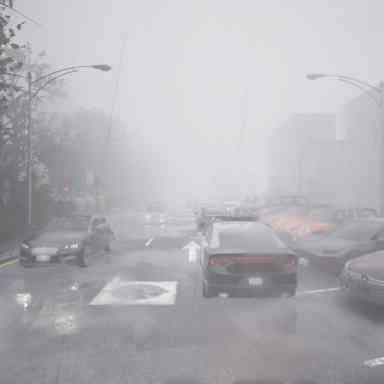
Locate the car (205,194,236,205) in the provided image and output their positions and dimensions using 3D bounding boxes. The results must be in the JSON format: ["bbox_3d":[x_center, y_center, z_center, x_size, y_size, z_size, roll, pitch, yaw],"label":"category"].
[{"bbox_3d":[5.469,1.391,63.913,5.566,2.045,2.435,1,0,-20],"label":"car"}]

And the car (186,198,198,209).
[{"bbox_3d":[0.084,1.579,46.164,2.128,1.511,4.902,0,0,0],"label":"car"}]

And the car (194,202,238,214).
[{"bbox_3d":[1.189,1.518,18.559,1.837,1.490,4.892,0,0,0],"label":"car"}]

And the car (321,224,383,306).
[{"bbox_3d":[5.311,1.527,6.836,4.674,1.452,2.002,1,0,-20],"label":"car"}]

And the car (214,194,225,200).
[{"bbox_3d":[5.363,1.270,30.840,5.566,2.045,2.435,1,0,-20],"label":"car"}]

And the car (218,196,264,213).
[{"bbox_3d":[5.377,1.413,36.854,4.553,1.767,2.185,1,0,-20],"label":"car"}]

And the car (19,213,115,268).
[{"bbox_3d":[-3.961,1.495,11.300,2.128,1.511,4.902,0,0,0],"label":"car"}]

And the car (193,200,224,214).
[{"bbox_3d":[1.207,1.548,24.558,1.812,1.442,4.674,0,0,0],"label":"car"}]

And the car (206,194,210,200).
[{"bbox_3d":[5.275,1.612,57.819,5.366,1.575,1.946,1,0,-20],"label":"car"}]

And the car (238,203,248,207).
[{"bbox_3d":[5.338,1.538,18.845,4.674,1.452,2.002,1,0,-20],"label":"car"}]

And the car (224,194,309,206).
[{"bbox_3d":[5.342,1.251,21.824,5.566,2.045,2.435,1,0,-20],"label":"car"}]

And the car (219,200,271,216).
[{"bbox_3d":[5.372,1.560,33.840,4.792,1.488,2.163,1,0,-20],"label":"car"}]

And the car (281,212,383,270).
[{"bbox_3d":[5.287,1.517,9.827,4.792,1.488,2.163,1,0,-20],"label":"car"}]

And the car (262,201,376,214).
[{"bbox_3d":[5.355,1.366,12.848,4.553,1.767,2.185,1,0,-20],"label":"car"}]

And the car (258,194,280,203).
[{"bbox_3d":[18.449,1.462,79.894,2.435,2.045,5.566,0,0,-21],"label":"car"}]

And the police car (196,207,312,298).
[{"bbox_3d":[1.167,1.427,8.668,1.930,1.638,5.238,0,0,0],"label":"police car"}]

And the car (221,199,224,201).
[{"bbox_3d":[5.189,1.503,24.781,5.366,1.575,1.946,1,0,-20],"label":"car"}]

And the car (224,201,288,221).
[{"bbox_3d":[5.346,1.544,27.838,4.792,1.488,2.163,1,0,-20],"label":"car"}]

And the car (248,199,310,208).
[{"bbox_3d":[5.364,1.369,15.849,4.553,1.767,2.185,1,0,-20],"label":"car"}]

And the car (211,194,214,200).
[{"bbox_3d":[5.470,1.446,45.872,4.553,1.767,2.185,1,0,-20],"label":"car"}]

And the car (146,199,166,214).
[{"bbox_3d":[-3.946,1.559,36.799,1.837,1.490,4.892,0,0,0],"label":"car"}]

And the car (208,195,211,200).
[{"bbox_3d":[5.434,1.583,48.875,5.008,1.535,2.097,1,-1,-20],"label":"car"}]
